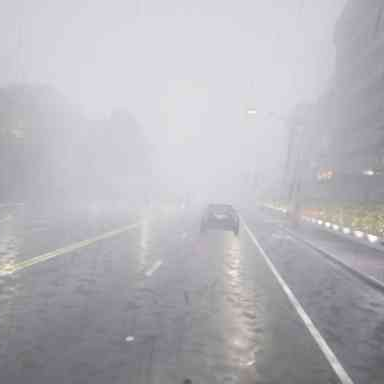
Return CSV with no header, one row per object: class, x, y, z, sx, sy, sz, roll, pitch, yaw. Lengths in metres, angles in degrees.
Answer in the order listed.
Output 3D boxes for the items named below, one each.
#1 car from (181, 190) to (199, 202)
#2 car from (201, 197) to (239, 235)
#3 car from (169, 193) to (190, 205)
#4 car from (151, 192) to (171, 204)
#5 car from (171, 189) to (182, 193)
car,-0.350,1.135,71.503,2.150,2.045,5.566,3,0,5
car,1.720,1.425,19.903,2.097,1.767,4.553,3,0,5
car,-1.998,1.348,55.037,1.837,1.490,4.892,3,0,6
car,-5.458,1.008,55.460,2.097,1.767,4.553,3,0,6
car,-3.825,0.945,71.875,2.150,2.045,5.566,3,0,5
